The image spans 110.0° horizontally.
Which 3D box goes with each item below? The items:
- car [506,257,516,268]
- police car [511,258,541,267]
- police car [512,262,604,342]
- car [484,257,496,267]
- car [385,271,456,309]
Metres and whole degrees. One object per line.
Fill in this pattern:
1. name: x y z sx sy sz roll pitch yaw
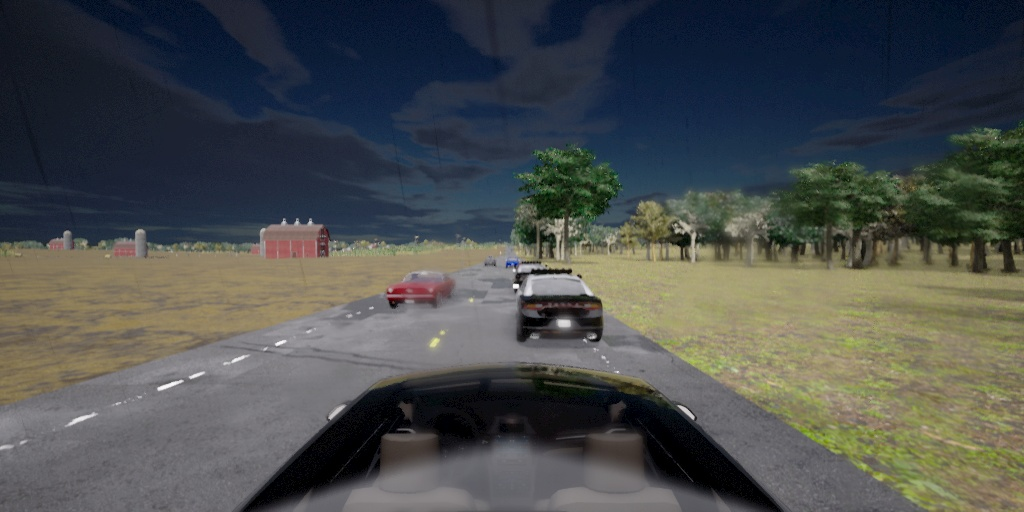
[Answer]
1. car: 0.092 0.961 51.827 1.882 1.535 5.008 0 0 0
2. police car: 1.060 1.097 19.785 1.930 1.638 5.238 0 0 0
3. police car: 1.054 1.141 9.783 1.930 1.638 5.238 0 0 0
4. car: -3.536 0.942 58.480 1.837 1.490 4.892 0 0 0
5. car: -3.592 1.295 14.858 1.895 1.301 4.718 0 0 0
